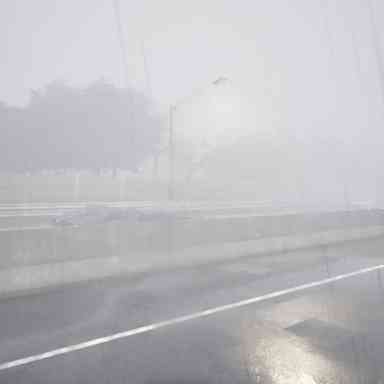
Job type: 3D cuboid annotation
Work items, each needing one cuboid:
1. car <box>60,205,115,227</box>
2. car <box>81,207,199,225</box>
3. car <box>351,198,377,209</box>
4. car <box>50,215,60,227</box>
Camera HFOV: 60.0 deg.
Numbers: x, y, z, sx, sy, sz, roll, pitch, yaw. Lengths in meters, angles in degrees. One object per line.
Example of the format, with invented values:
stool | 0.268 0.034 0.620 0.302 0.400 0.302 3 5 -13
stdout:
car | -4.046 1.551 18.288 5.357 1.411 2.033 0 0 -35
car | -2.027 1.551 15.428 5.357 1.411 2.033 0 0 -35
car | 23.523 1.559 45.369 4.674 1.442 1.812 0 0 -38
car | -6.063 1.551 21.148 5.357 1.411 2.033 0 0 -35
